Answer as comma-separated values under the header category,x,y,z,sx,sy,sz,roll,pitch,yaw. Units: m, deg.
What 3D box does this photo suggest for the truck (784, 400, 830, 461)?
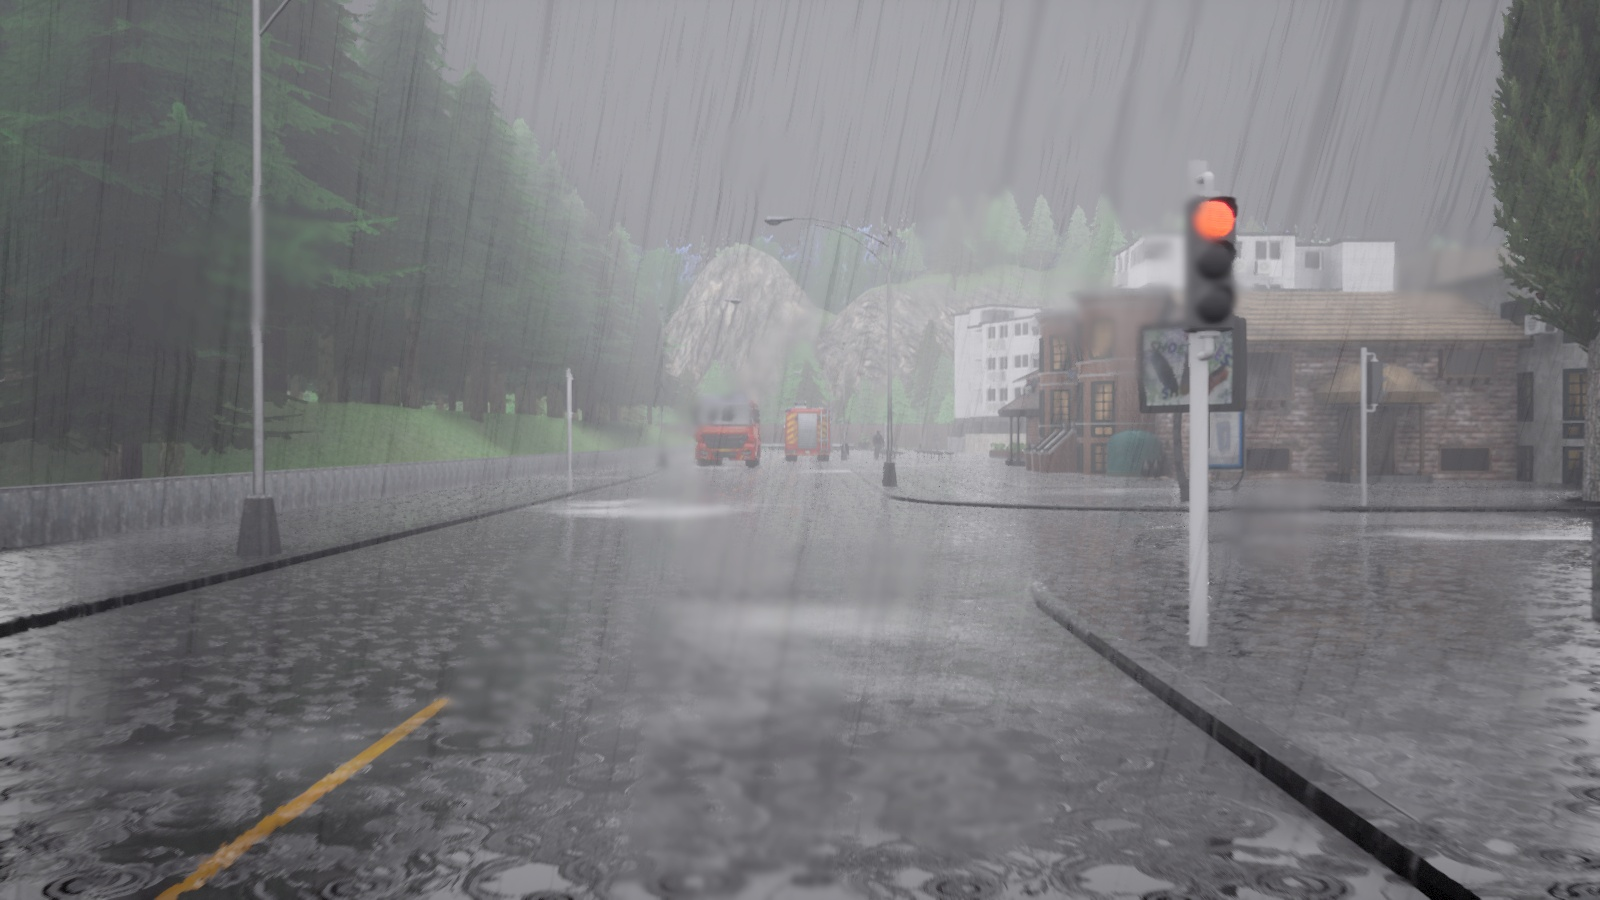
category,x,y,z,sx,sy,sz,roll,pitch,yaw
truck,0.491,-1.258,83.074,2.891,3.827,8.468,0,1,0

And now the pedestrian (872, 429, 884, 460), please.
category,x,y,z,sx,sy,sz,roll,pitch,yaw
pedestrian,4.759,-0.314,76.528,0.563,1.883,0.849,0,1,-10

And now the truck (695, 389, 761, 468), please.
category,x,y,z,sx,sy,sz,roll,pitch,yaw
truck,-3.612,-1.081,65.239,2.891,3.827,8.468,0,1,0
